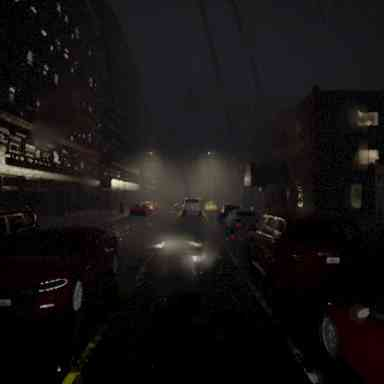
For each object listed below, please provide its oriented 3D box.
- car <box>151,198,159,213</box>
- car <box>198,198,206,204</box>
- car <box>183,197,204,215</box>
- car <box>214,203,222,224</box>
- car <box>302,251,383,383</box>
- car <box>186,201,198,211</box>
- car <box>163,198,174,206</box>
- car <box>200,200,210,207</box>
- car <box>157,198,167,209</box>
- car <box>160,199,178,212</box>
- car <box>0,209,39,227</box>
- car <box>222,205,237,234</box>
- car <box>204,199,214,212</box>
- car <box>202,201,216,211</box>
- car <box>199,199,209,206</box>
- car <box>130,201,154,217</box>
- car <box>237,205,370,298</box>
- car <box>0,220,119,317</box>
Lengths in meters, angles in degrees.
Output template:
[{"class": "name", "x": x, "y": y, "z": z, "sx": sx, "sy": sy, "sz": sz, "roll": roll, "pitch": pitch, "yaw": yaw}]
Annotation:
[{"class": "car", "x": -5.686, "y": 1.925, "z": 41.965, "sx": 1.967, "sy": 1.590, "sz": 4.097, "roll": 0, "pitch": -1, "yaw": 0}, {"class": "car", "x": 2.697, "y": 2.564, "z": 91.815, "sx": 1.967, "sy": 1.590, "sz": 4.097, "roll": 0, "pitch": -1, "yaw": 0}, {"class": "car", "x": 0.040, "y": 1.684, "z": 40.046, "sx": 2.150, "sy": 2.045, "sz": 5.566, "roll": 0, "pitch": 0, "yaw": 1}, {"class": "car", "x": 3.148, "y": 1.823, "z": 27.913, "sx": 1.837, "sy": 1.490, "sz": 4.892, "roll": 0, "pitch": -1, "yaw": 0}, {"class": "car", "x": 2.693, "y": 1.619, "z": 3.192, "sx": 1.802, "sy": 1.307, "sz": 4.206, "roll": 0, "pitch": -1, "yaw": 0}, {"class": "car", "x": 0.008, "y": 2.120, "z": 50.910, "sx": 1.812, "sy": 1.442, "sz": 4.674, "roll": 0, "pitch": -1, "yaw": 0}, {"class": "car", "x": -5.684, "y": 2.291, "z": 80.739, "sx": 2.192, "sy": 1.841, "sz": 5.009, "roll": 0, "pitch": -1, "yaw": 0}, {"class": "car", "x": 2.696, "y": 2.358, "z": 69.828, "sx": 1.752, "sy": 1.417, "sz": 4.829, "roll": 0, "pitch": -1, "yaw": 0}, {"class": "car", "x": -5.685, "y": 1.935, "z": 53.045, "sx": 2.192, "sy": 1.841, "sz": 5.009, "roll": 0, "pitch": -1, "yaw": 0}, {"class": "car", "x": -3.077, "y": 2.063, "z": 47.860, "sx": 1.837, "sy": 1.490, "sz": 4.892, "roll": 0, "pitch": -1, "yaw": 0}, {"class": "car", "x": -5.686, "y": 1.413, "z": 8.733, "sx": 2.192, "sy": 1.841, "sz": 5.009, "roll": 0, "pitch": -1, "yaw": 0}, {"class": "car", "x": 3.150, "y": 1.762, "z": 20.913, "sx": 1.812, "sy": 1.442, "sz": 4.674, "roll": 0, "pitch": -1, "yaw": 0}, {"class": "car", "x": 2.695, "y": 2.080, "z": 47.673, "sx": 1.752, "sy": 1.417, "sz": 4.829, "roll": 0, "pitch": -1, "yaw": 0}, {"class": "car", "x": 2.695, "y": 2.171, "z": 53.041, "sx": 2.008, "sy": 1.369, "sz": 4.403, "roll": 0, "pitch": -1, "yaw": 0}, {"class": "car", "x": 2.696, "y": 2.343, "z": 75.198, "sx": 1.967, "sy": 1.590, "sz": 4.097, "roll": 0, "pitch": -1, "yaw": 0}, {"class": "car", "x": -5.686, "y": 1.964, "z": 36.425, "sx": 1.887, "sy": 1.381, "sz": 4.507, "roll": 0, "pitch": -1, "yaw": 0}, {"class": "car", "x": 2.694, "y": 1.413, "z": 8.733, "sx": 2.192, "sy": 1.841, "sz": 5.009, "roll": 0, "pitch": -1, "yaw": 0}, {"class": "car", "x": -3.092, "y": 1.567, "z": 7.971, "sx": 1.882, "sy": 1.535, "sz": 5.008, "roll": 0, "pitch": -1, "yaw": 0}]
